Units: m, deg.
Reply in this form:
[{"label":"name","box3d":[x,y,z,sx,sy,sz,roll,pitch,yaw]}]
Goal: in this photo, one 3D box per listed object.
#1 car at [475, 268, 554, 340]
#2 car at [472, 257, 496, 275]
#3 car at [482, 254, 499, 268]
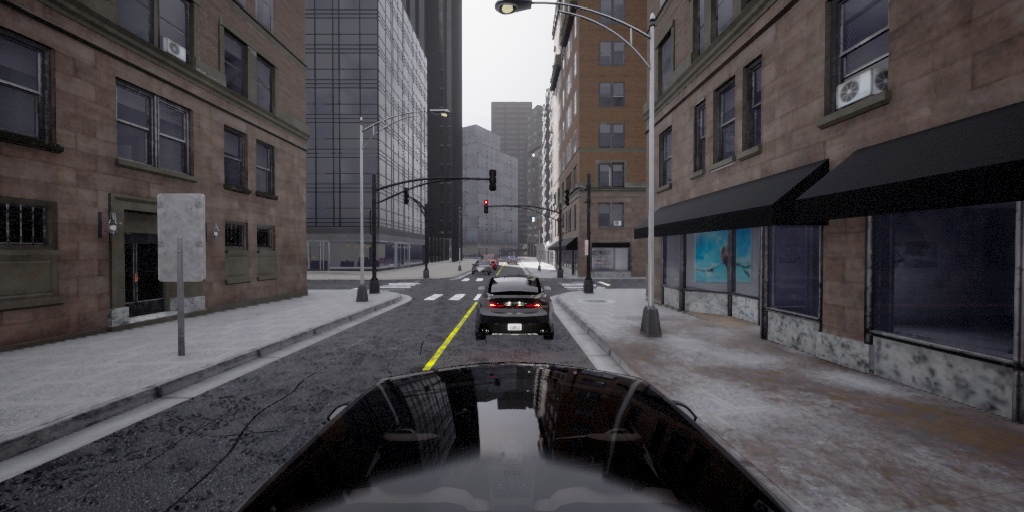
[{"label":"car","box3d":[0.070,1.252,9.987,1.837,1.490,4.892,0,0,0]},{"label":"car","box3d":[-3.133,1.163,37.976,2.128,1.511,4.902,0,0,0]},{"label":"car","box3d":[-3.150,0.809,48.281,2.150,2.045,5.566,0,1,0]}]
